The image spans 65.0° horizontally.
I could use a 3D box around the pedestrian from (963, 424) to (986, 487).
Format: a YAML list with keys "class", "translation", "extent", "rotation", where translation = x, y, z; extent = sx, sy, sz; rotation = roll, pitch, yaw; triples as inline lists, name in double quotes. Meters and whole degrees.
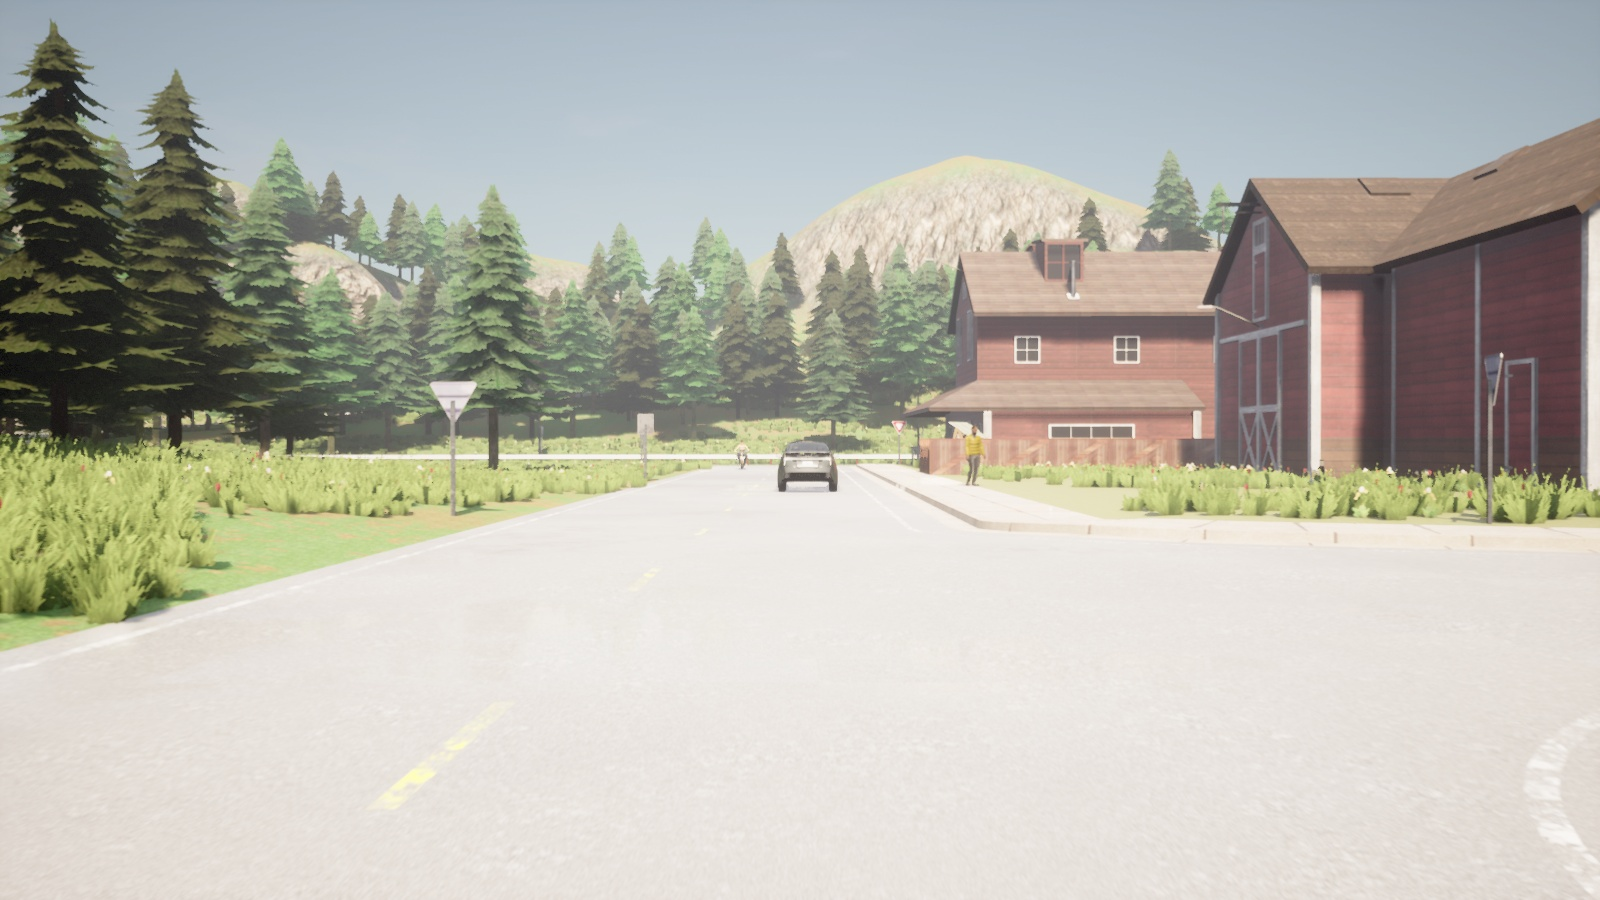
- class: "pedestrian"
  translation: [5.175, 0.152, 37.260]
  extent: [0.431, 1.840, 0.709]
  rotation: [0, 0, -14]

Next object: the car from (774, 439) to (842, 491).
- class: "car"
  translation: [0.237, 0.426, 39.251]
  extent: [2.007, 1.525, 4.514]
  rotation: [0, 0, 0]
